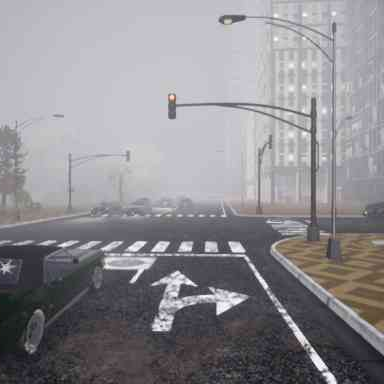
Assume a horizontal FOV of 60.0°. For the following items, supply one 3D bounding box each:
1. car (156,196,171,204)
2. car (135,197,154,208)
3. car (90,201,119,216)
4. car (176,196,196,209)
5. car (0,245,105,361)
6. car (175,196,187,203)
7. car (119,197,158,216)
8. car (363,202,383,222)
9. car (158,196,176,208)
[{"bbox_3d":[-5.579,1.540,65.575,2.033,1.411,5.357,0,0,5],"label":"car"},{"bbox_3d":[-6.938,1.513,49.345,1.812,1.442,4.674,0,0,5],"label":"car"},{"bbox_3d":[-8.288,1.590,32.556,1.895,1.301,4.718,0,0,5],"label":"car"},{"bbox_3d":[-0.660,1.515,43.907,1.812,1.442,4.674,0,0,5],"label":"car"},{"bbox_3d":[-3.038,1.599,5.959,1.895,1.301,4.718,0,0,1],"label":"car"},{"bbox_3d":[-2.191,1.501,67.105,1.837,1.490,4.892,0,-1,5],"label":"car"},{"bbox_3d":[-5.055,1.533,32.261,2.033,1.411,5.357,0,0,5],"label":"car"},{"bbox_3d":[14.910,1.053,22.950,5.566,2.045,2.150,-1,0,5],"label":"car"},{"bbox_3d":[-3.670,1.481,49.513,2.128,1.511,4.902,0,0,5],"label":"car"}]
